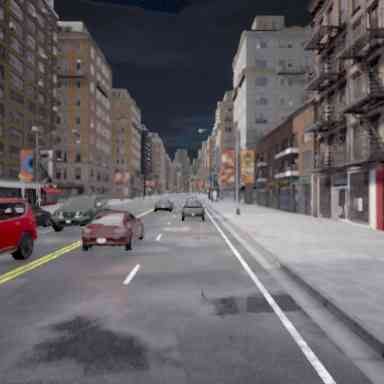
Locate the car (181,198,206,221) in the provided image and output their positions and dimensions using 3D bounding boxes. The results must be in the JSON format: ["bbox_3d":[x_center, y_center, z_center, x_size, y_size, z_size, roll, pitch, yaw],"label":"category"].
[{"bbox_3d":[0.097,1.460,27.052,2.128,1.511,4.902,0,0,0],"label":"car"}]

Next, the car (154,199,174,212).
[{"bbox_3d":[-3.158,1.517,38.084,1.994,1.385,4.181,0,0,0],"label":"car"}]

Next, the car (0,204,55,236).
[{"bbox_3d":[-9.787,1.503,19.209,1.812,1.442,4.674,0,0,1],"label":"car"}]

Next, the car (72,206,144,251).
[{"bbox_3d":[-3.152,1.510,13.872,1.812,1.442,4.674,0,0,0],"label":"car"}]

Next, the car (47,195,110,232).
[{"bbox_3d":[-6.502,1.197,20.250,2.150,2.045,5.566,0,0,0],"label":"car"}]

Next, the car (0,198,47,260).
[{"bbox_3d":[-6.543,1.212,9.494,2.150,2.045,5.566,0,0,1],"label":"car"}]

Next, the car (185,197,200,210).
[{"bbox_3d":[0.096,1.472,43.601,1.812,1.442,4.674,0,0,0],"label":"car"}]
